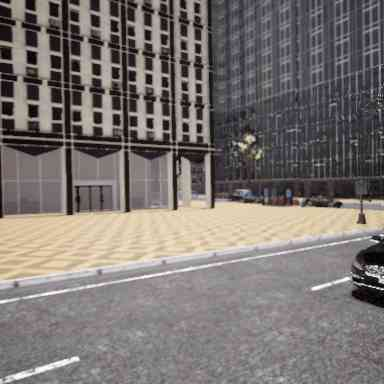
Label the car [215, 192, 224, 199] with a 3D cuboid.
[{"bbox_3d":[6.136,0.684,66.569,1.802,1.307,4.206,-1,1,-34],"label":"car"}]

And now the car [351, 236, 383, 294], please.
[{"bbox_3d":[5.597,1.430,7.676,4.892,1.490,1.837,0,0,-35],"label":"car"}]

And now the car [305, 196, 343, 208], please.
[{"bbox_3d":[15.155,1.138,38.312,1.947,1.339,4.313,-1,1,-34],"label":"car"}]

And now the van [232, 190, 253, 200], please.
[{"bbox_3d":[9.342,0.497,61.874,1.690,1.788,3.998,-1,1,-34],"label":"van"}]

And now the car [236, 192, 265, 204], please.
[{"bbox_3d":[8.800,1.032,47.739,1.947,1.339,4.313,-1,1,-34],"label":"car"}]

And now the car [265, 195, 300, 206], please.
[{"bbox_3d":[11.960,1.101,43.015,1.802,1.307,4.206,-1,1,-34],"label":"car"}]

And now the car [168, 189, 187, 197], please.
[{"bbox_3d":[-3.492,0.255,80.639,2.192,1.841,5.009,-1,1,-34],"label":"car"}]

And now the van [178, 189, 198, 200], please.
[{"bbox_3d":[-0.782,0.648,61.838,1.690,1.788,3.998,-1,1,-34],"label":"van"}]

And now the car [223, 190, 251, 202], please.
[{"bbox_3d":[7.874,0.842,53.795,2.128,1.511,4.902,-2,1,-34],"label":"car"}]

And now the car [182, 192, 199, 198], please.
[{"bbox_3d":[-0.281,0.576,75.953,1.802,1.307,4.206,-1,1,-34],"label":"car"}]
